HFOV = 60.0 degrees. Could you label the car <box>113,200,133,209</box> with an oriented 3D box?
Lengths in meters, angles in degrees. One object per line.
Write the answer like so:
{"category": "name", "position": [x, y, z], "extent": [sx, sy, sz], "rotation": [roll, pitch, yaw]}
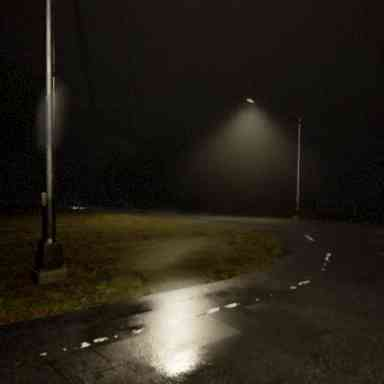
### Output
{"category": "car", "position": [-11.689, 2.034, 56.272], "extent": [2.128, 1.511, 4.902], "rotation": [4, -3, -35]}

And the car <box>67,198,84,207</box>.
{"category": "car", "position": [-19.338, 1.729, 55.253], "extent": [2.128, 1.511, 4.902], "rotation": [3, -2, -33]}
